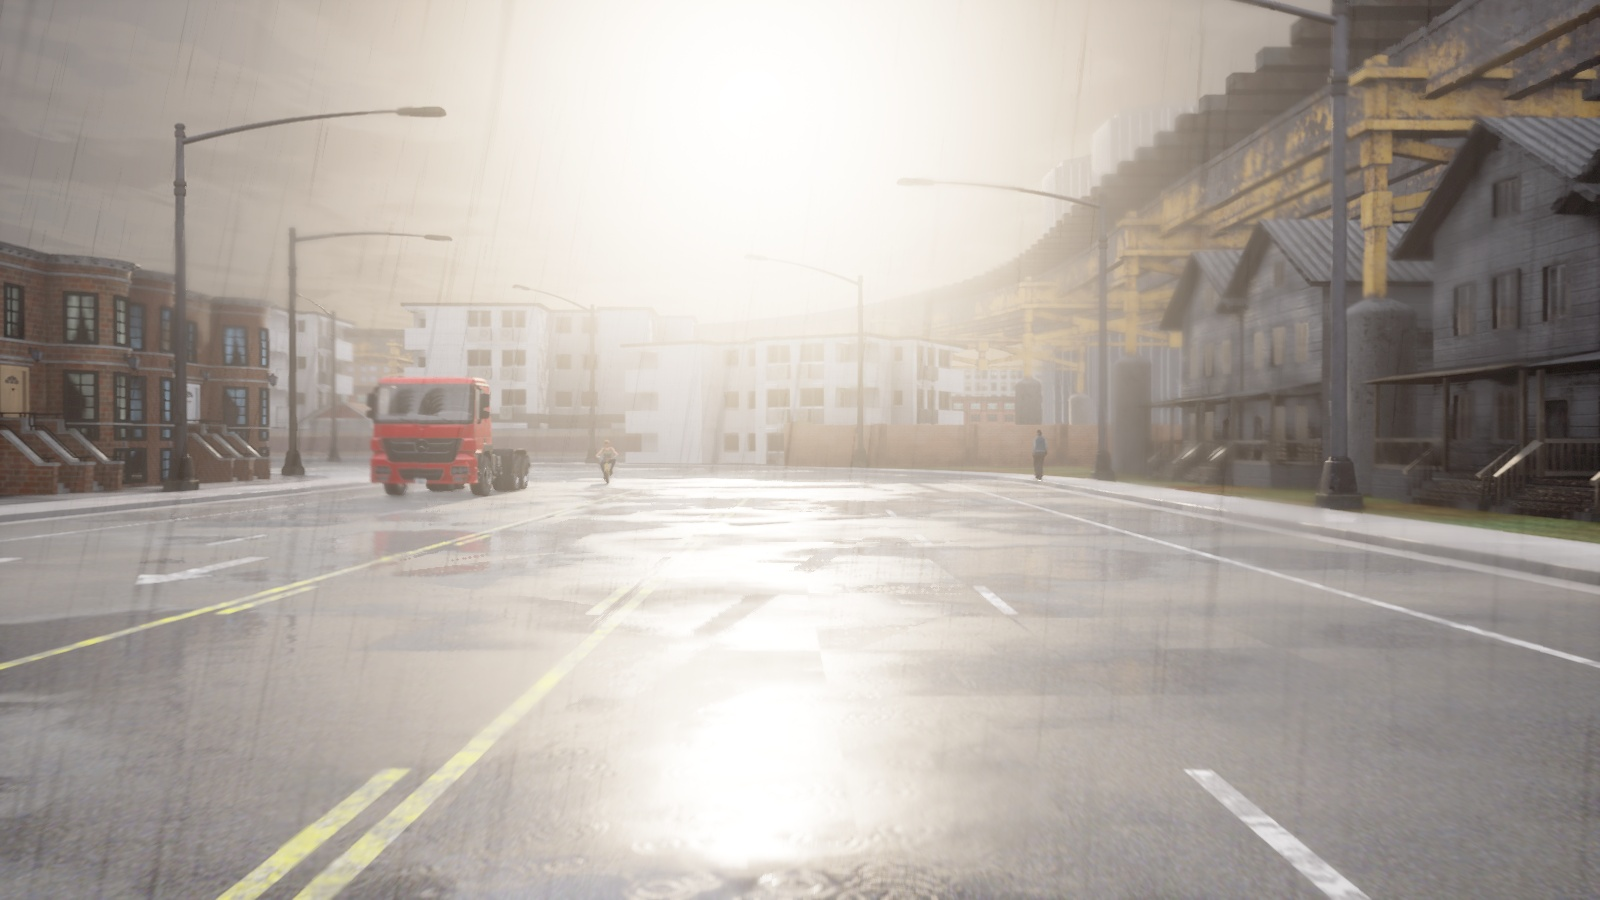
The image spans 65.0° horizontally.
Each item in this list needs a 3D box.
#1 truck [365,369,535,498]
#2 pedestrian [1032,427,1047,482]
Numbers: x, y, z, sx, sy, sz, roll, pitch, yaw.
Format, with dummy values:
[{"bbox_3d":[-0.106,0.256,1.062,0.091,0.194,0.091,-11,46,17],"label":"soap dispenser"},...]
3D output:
[{"bbox_3d":[-10.228,-0.456,37.682,2.891,3.462,7.936,0,0,0],"label":"truck"},{"bbox_3d":[8.552,0.156,44.831,0.396,1.930,0.692,0,0,-3],"label":"pedestrian"}]
